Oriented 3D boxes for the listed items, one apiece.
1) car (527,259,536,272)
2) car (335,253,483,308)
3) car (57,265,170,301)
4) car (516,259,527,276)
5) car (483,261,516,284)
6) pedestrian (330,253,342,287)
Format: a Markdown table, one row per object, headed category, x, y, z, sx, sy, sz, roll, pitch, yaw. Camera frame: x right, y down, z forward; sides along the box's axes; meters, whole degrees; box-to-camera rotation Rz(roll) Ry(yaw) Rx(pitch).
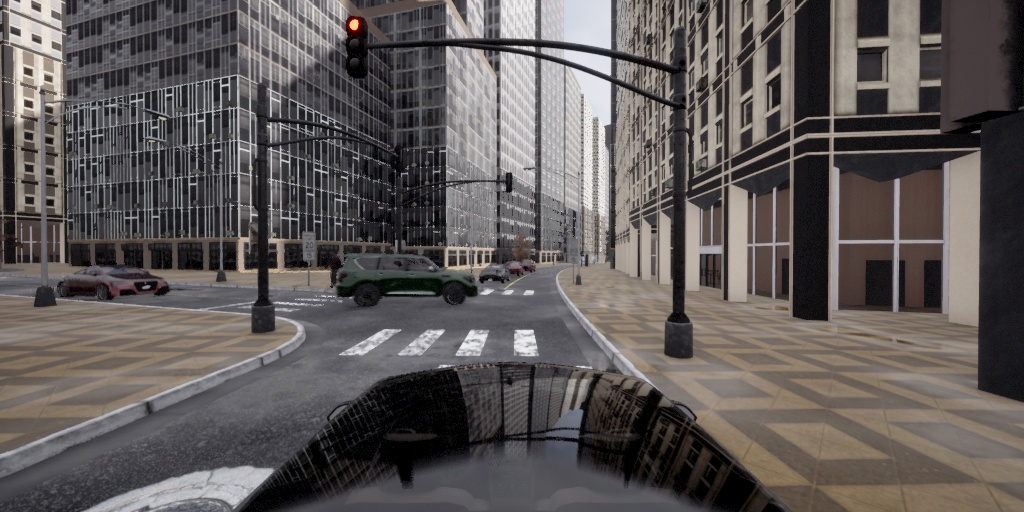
| category | x | y | z | sx | sy | sz | roll | pitch | yaw |
| --- | --- | --- | --- | --- | --- | --- | --- | --- | --- |
| car | 1.878 | 1.220 | 47.533 | 2.097 | 1.767 | 4.553 | 0 | 0 | 11 |
| car | -4.246 | 0.944 | 14.870 | 5.566 | 2.045 | 2.150 | 1 | 1 | -15 |
| car | -17.196 | 1.105 | 15.531 | 4.181 | 1.385 | 1.994 | 1 | 1 | 16 |
| car | 0.127 | 1.297 | 37.804 | 1.882 | 1.535 | 5.008 | 0 | 0 | 9 |
| car | -1.224 | 1.331 | 28.096 | 2.033 | 1.411 | 5.357 | 0 | 0 | 7 |
| pedestrian | -9.580 | 0.716 | 19.426 | 0.375 | 1.860 | 0.375 | 0 | 0 | 16 |
